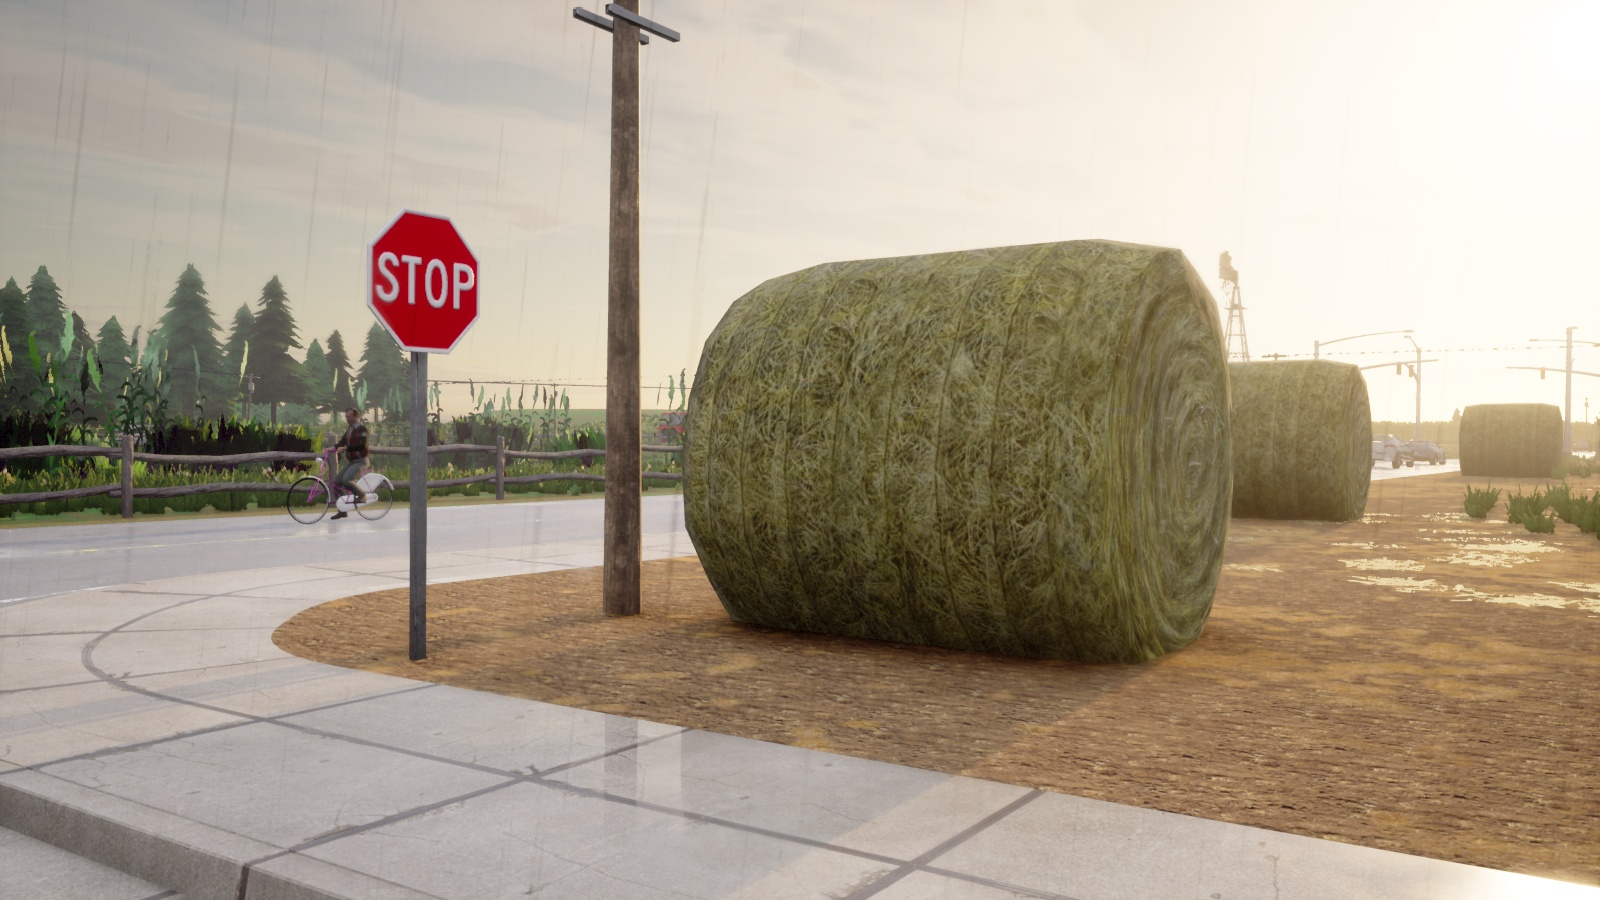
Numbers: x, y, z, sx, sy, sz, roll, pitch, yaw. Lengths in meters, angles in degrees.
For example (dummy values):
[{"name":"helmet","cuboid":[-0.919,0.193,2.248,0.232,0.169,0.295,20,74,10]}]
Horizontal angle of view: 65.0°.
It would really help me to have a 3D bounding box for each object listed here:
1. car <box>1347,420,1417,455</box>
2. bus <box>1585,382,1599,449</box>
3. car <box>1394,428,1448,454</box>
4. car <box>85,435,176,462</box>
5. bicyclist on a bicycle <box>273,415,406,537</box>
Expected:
[{"name":"car","cuboid":[28.619,-0.626,61.663,2.152,1.651,5.027,0,1,36]},{"name":"bus","cuboid":[55.609,-2.229,79.159,10.273,4.253,3.944,0,1,34]},{"name":"car","cuboid":[34.361,-0.499,69.450,1.994,1.385,4.181,0,1,36]},{"name":"car","cuboid":[-42.594,-0.131,79.985,2.242,1.667,4.611,0,1,35]},{"name":"bicyclist on a bicycle","cuboid":[-7.018,0.368,19.220,0.659,1.776,1.843,0,1,36]}]
